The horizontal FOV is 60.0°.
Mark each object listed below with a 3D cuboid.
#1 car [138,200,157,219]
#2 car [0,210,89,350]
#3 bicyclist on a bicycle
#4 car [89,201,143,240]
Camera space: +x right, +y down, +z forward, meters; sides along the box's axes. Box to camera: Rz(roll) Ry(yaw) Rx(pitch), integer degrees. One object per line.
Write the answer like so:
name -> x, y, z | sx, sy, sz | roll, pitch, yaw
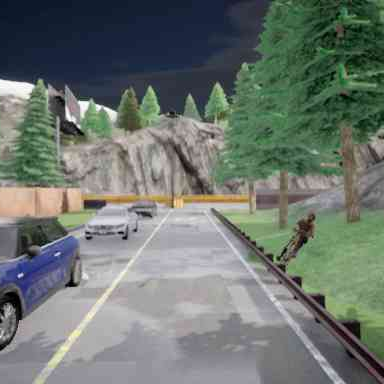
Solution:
car -> -3.860, 1.374, 27.000 | 2.033, 1.411, 5.357 | 0, 0, -1
car -> -3.667, 1.307, 6.077 | 2.097, 1.767, 4.553 | 0, 0, -1
bicyclist on a bicycle -> 2.699, 1.245, 8.516 | 0.582, 1.620, 1.656 | 29, -17, 24
car -> -3.795, 1.408, 16.375 | 1.812, 1.442, 4.674 | 0, 0, -1
